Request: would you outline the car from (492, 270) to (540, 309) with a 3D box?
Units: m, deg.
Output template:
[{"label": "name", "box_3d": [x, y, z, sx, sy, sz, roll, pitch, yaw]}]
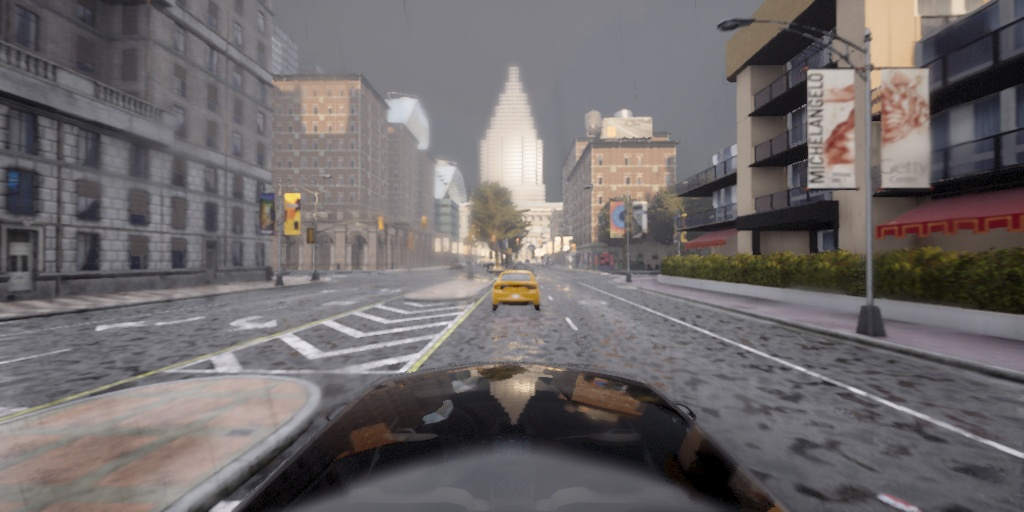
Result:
[{"label": "car", "box_3d": [0.218, 1.369, 15.830, 1.882, 1.535, 5.008, 0, 0, 2]}]
